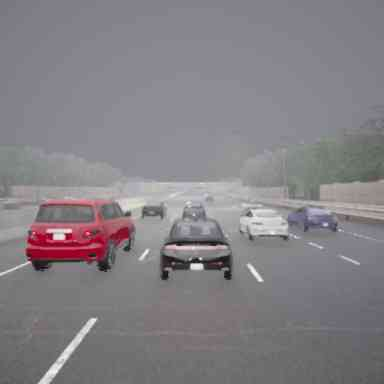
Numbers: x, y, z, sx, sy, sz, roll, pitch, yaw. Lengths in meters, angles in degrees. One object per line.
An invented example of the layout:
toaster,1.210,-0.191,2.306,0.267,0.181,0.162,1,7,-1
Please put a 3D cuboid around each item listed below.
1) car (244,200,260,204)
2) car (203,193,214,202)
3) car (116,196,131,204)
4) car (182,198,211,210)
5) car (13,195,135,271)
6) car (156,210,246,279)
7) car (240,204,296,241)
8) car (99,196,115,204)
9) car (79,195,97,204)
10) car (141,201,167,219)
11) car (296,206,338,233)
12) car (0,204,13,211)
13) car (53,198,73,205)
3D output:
car,7.282,1.693,40.777,1.895,1.301,4.718,0,0,0
car,4.191,1.660,81.056,1.837,1.490,4.892,0,0,1
car,-13.547,1.597,65.706,1.882,1.535,5.008,0,0,1
car,0.191,1.556,28.177,2.128,1.511,4.902,0,0,0
car,-3.382,1.244,11.170,2.150,2.045,5.566,0,0,0
car,0.115,1.511,10.050,2.128,1.511,4.902,0,0,0
car,3.536,1.563,16.876,1.812,1.442,4.674,0,0,0
car,-17.025,1.610,67.133,1.882,1.535,5.008,0,0,1
car,-20.542,1.471,65.820,2.097,1.767,4.553,0,0,1
car,-3.299,1.545,29.766,1.882,1.535,5.008,0,0,0
car,7.155,1.571,20.055,1.812,1.442,4.674,0,0,1
car,-14.029,1.600,24.297,2.033,1.411,5.357,0,0,0
car,-24.093,1.722,62.381,1.895,1.301,4.718,0,0,1
